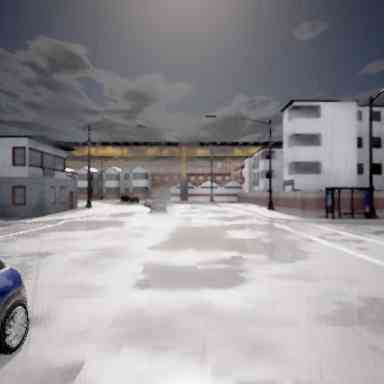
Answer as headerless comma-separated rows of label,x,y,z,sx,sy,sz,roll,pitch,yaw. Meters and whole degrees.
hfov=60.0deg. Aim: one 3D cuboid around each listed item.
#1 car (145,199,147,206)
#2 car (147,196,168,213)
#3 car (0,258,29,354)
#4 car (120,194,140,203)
car,-5.501,1.338,46.769,1.812,1.442,4.674,0,1,-18
car,-3.682,1.483,36.770,1.837,1.490,4.892,0,1,-5
car,-3.559,1.400,3.189,2.097,1.767,4.553,0,-1,0
car,-10.735,1.115,57.610,1.882,1.535,5.008,0,1,-34
